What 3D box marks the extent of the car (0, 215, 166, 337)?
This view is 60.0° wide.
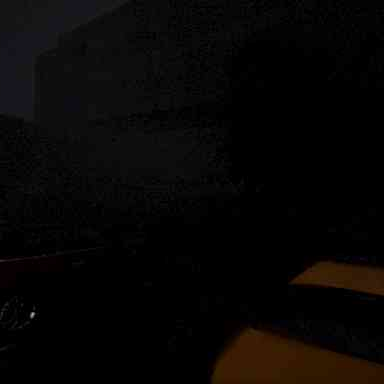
[{"bbox_3d":[-2.582,1.364,7.085,2.185,1.767,4.553,0,0,36],"label":"car"}]
